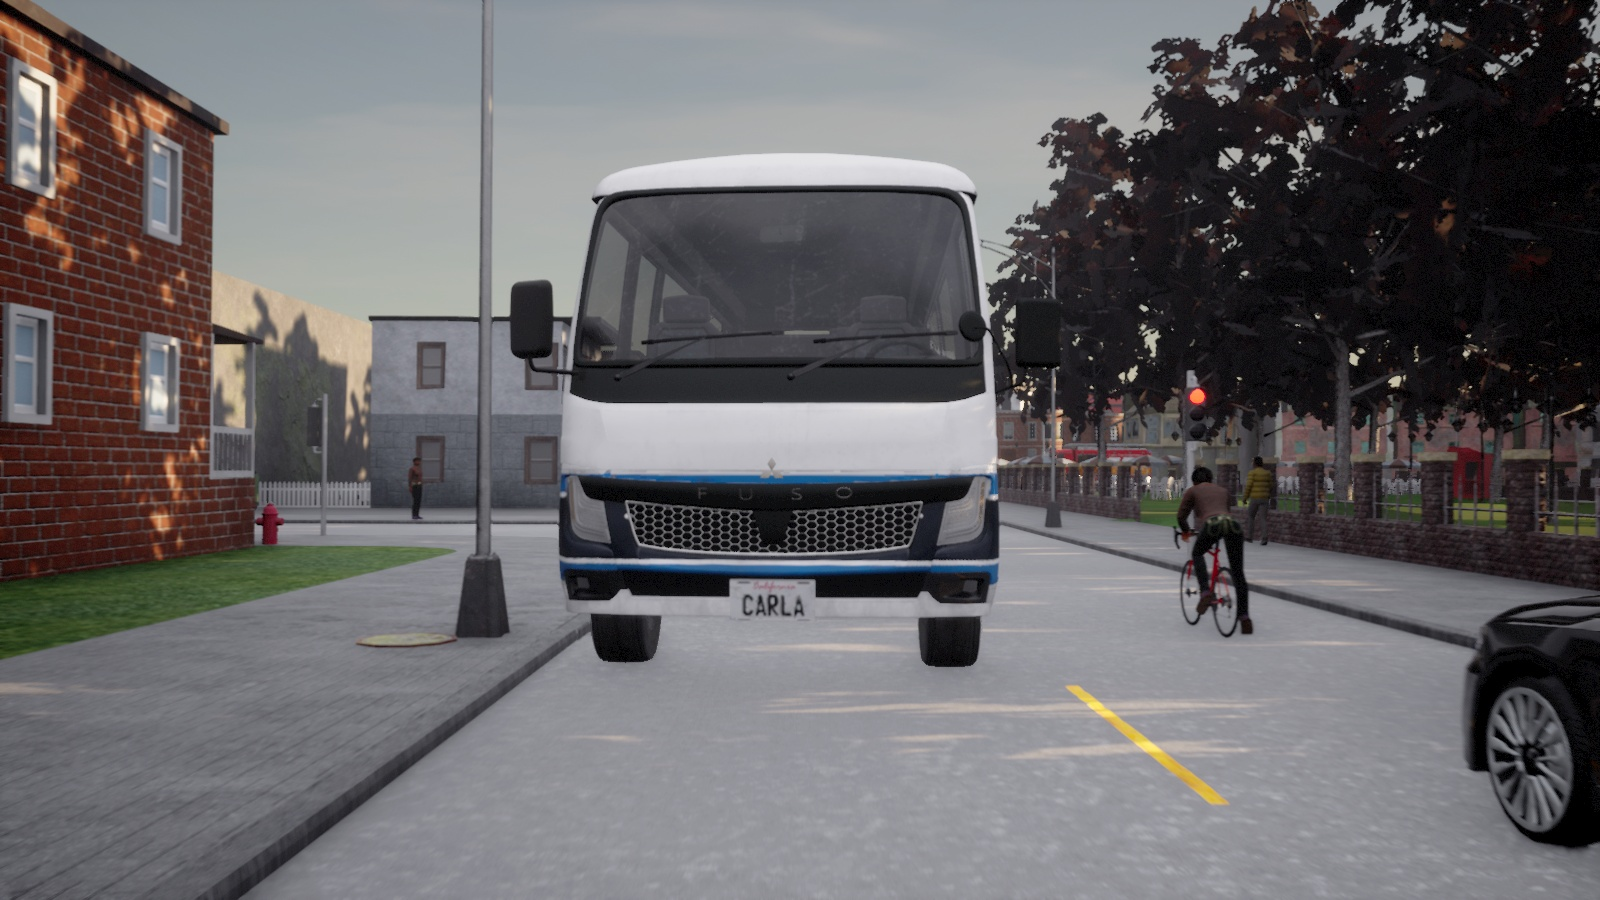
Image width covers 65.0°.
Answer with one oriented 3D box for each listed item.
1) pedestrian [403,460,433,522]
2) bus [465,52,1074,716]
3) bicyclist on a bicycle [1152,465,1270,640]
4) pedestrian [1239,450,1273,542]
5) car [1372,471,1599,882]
[{"bbox_3d":[-11.226,1.201,36.893,0.869,1.805,0.328,-1,-1,30],"label":"pedestrian"},{"bbox_3d":[0.085,-0.335,13.276,3.944,4.253,10.273,0,-1,4],"label":"bus"},{"bbox_3d":[4.044,0.965,12.474,0.582,1.620,1.656,0,-1,-1],"label":"bicyclist on a bicycle"},{"bbox_3d":[9.296,0.926,25.610,0.431,1.840,0.709,0,-1,0],"label":"pedestrian"},{"bbox_3d":[4.040,0.822,3.922,2.128,1.511,4.902,0,-1,-2],"label":"car"}]
